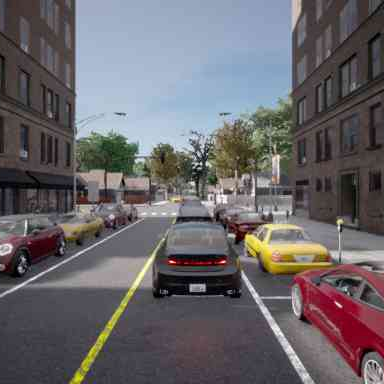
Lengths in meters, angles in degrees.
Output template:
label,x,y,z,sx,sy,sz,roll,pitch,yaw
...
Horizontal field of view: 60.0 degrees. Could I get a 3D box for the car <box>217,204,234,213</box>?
label,x,y,z,sx,sy,sz,roll,pitch,yaw
car,2.653,1.590,21.012,1.802,1.307,4.206,0,0,0

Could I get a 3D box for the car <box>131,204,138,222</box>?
label,x,y,z,sx,sy,sz,roll,pitch,yaw
car,-5.368,1.593,26.536,1.802,1.307,4.206,0,0,0

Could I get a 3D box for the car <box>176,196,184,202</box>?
label,x,y,z,sx,sy,sz,roll,pitch,yaw
car,-2.997,1.610,81.415,1.812,1.442,4.674,0,0,0

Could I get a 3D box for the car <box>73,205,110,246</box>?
label,x,y,z,sx,sy,sz,roll,pitch,yaw
car,-5.378,1.530,15.328,1.752,1.417,4.829,0,0,0

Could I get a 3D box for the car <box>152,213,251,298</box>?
label,x,y,z,sx,sy,sz,roll,pitch,yaw
car,0.108,1.507,8.495,1.837,1.490,4.892,0,0,0

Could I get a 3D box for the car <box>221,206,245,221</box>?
label,x,y,z,sx,sy,sz,roll,pitch,yaw
car,2.648,1.550,15.494,1.887,1.381,4.507,0,0,0

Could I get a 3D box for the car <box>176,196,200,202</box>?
label,x,y,z,sx,sy,sz,roll,pitch,yaw
car,0.022,1.364,27.034,2.097,1.767,4.553,0,0,0

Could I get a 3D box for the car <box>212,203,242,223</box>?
label,x,y,z,sx,sy,sz,roll,pitch,yaw
car,2.658,1.577,26.531,1.947,1.339,4.313,0,0,0

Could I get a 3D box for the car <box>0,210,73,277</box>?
label,x,y,z,sx,sy,sz,roll,pitch,yaw
car,-5.382,1.442,9.980,1.967,1.590,4.097,0,0,0

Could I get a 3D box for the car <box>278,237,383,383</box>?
label,x,y,z,sx,sy,sz,roll,pitch,yaw
car,2.638,1.582,4.457,1.802,1.307,4.206,0,0,0

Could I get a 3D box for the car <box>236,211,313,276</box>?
label,x,y,z,sx,sy,sz,roll,pitch,yaw
car,2.643,1.528,10.146,1.752,1.417,4.829,0,0,0

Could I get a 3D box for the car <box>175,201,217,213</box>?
label,x,y,z,sx,sy,sz,roll,pitch,yaw
car,0.113,1.484,17.979,1.882,1.535,5.008,0,0,0

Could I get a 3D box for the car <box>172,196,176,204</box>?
label,x,y,z,sx,sy,sz,roll,pitch,yaw
car,-3.001,1.537,66.318,1.882,1.535,5.008,0,0,0

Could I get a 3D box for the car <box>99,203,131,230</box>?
label,x,y,z,sx,sy,sz,roll,pitch,yaw
car,-5.373,1.448,21.017,1.967,1.590,4.097,0,0,0
